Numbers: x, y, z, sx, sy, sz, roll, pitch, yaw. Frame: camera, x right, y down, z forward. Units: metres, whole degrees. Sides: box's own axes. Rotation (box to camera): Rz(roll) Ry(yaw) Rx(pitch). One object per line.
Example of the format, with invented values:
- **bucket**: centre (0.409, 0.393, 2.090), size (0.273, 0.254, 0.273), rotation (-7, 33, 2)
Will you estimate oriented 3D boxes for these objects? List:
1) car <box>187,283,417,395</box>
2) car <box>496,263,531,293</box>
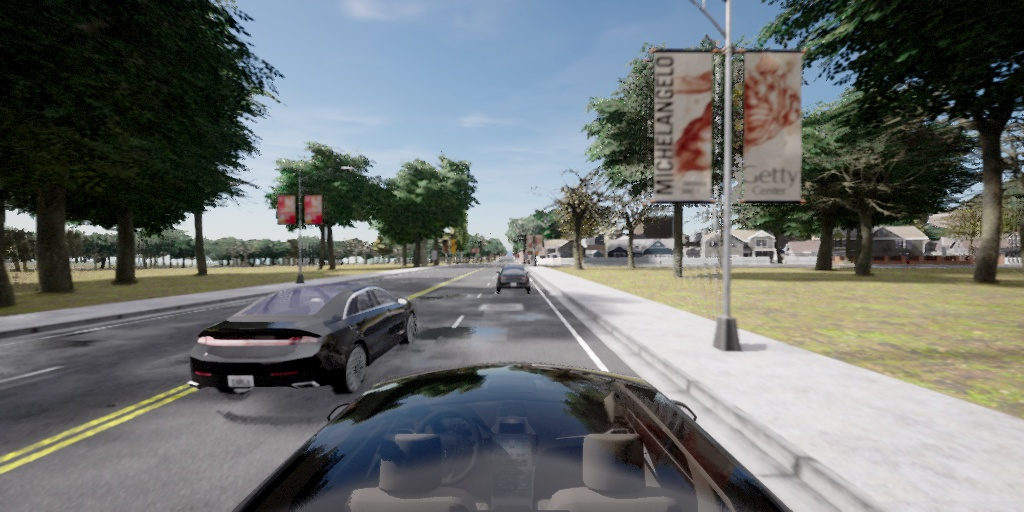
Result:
- **car**: centre (-3.155, 1.242, 6.594), size (2.128, 1.511, 4.902), rotation (0, 0, 0)
- **car**: centre (0.076, 1.287, 20.536), size (1.812, 1.442, 4.674), rotation (0, 0, 0)
